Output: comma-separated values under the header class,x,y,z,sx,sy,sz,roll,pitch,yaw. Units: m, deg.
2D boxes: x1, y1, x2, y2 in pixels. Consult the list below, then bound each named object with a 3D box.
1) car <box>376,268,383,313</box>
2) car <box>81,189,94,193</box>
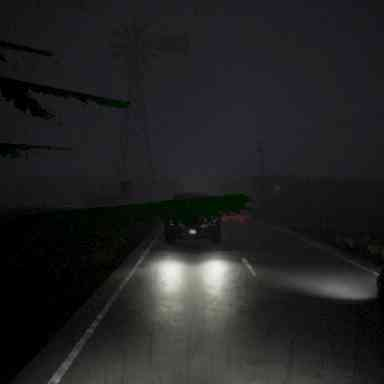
class,x,y,z,sx,sy,sz,roll,pitch,yaw
car,4.165,1.457,3.941,1.837,1.490,4.892,0,1,0
car,-13.921,0.593,44.989,1.905,1.878,3.866,0,1,-31
